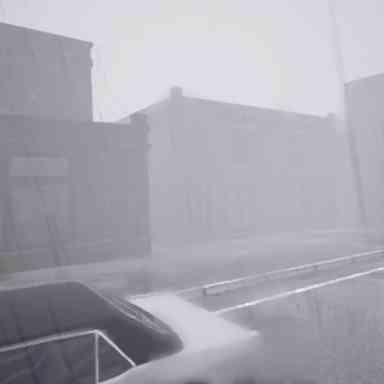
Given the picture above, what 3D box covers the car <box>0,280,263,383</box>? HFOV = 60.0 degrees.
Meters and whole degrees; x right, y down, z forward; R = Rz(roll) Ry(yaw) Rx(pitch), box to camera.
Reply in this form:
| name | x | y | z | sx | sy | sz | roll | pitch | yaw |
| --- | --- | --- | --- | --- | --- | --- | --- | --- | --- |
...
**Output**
| name | x | y | z | sx | sy | sz | roll | pitch | yaw |
| --- | --- | --- | --- | --- | --- | --- | --- | --- | --- |
| car | -1.705 | 1.601 | 2.707 | 4.718 | 1.301 | 1.895 | 0 | 0 | -35 |
